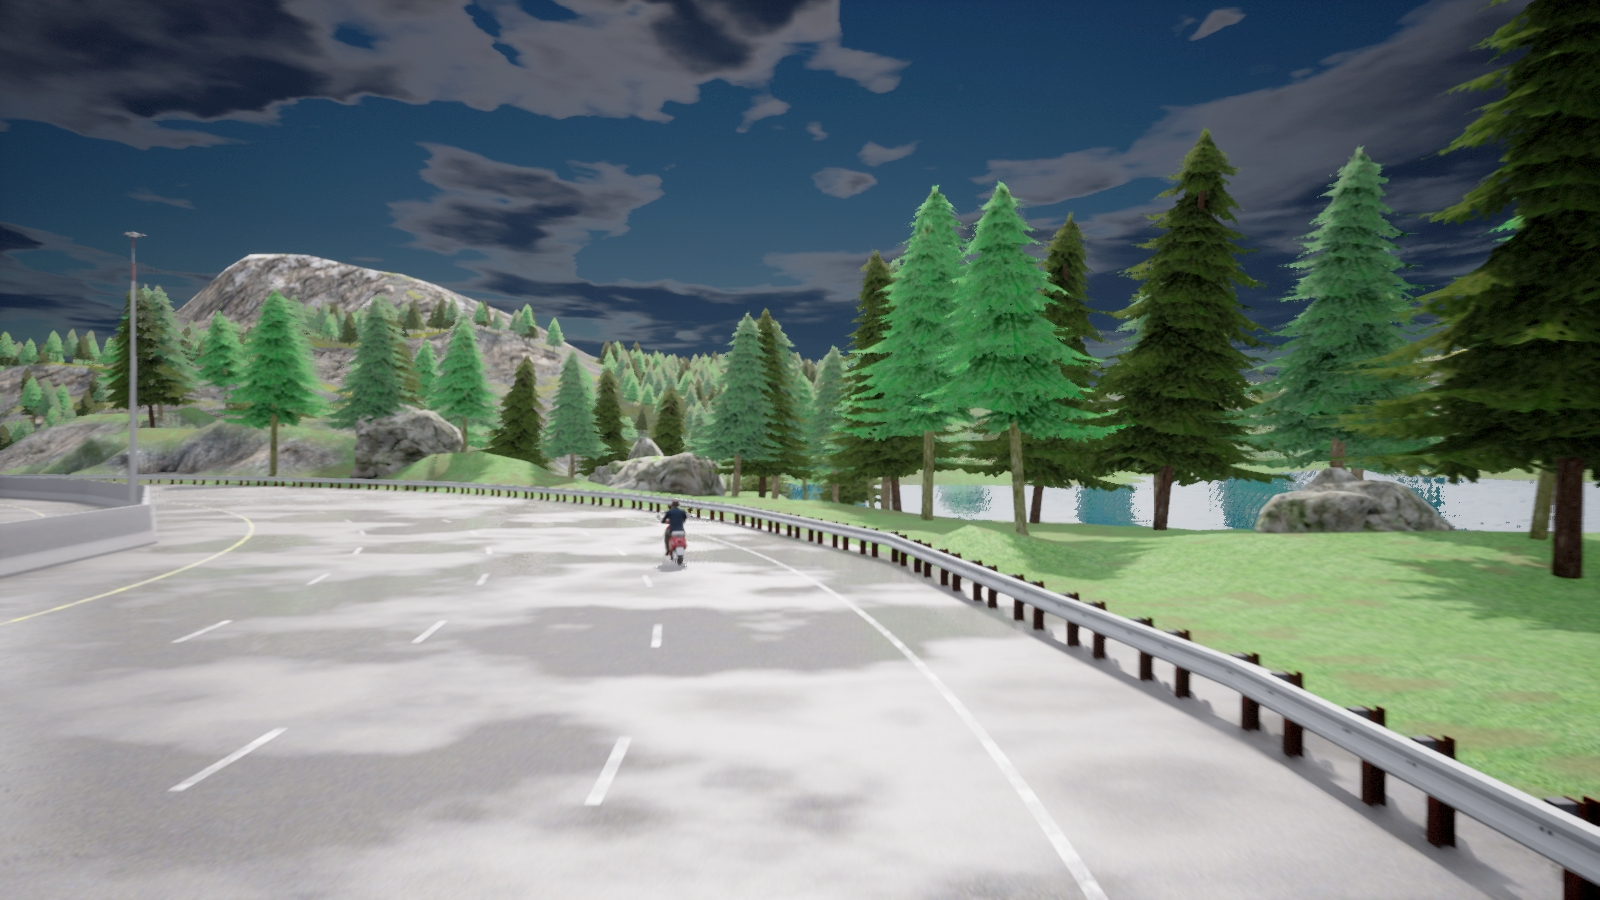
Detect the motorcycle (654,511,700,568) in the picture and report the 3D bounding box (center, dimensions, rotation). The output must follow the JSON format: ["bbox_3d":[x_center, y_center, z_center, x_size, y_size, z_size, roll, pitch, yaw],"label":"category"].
[{"bbox_3d":[-3.060,2.198,28.257,0.856,1.236,1.805,-2,0,-13],"label":"motorcycle"}]
